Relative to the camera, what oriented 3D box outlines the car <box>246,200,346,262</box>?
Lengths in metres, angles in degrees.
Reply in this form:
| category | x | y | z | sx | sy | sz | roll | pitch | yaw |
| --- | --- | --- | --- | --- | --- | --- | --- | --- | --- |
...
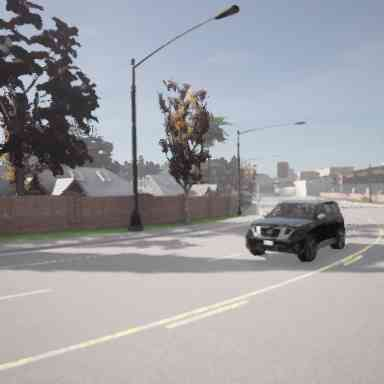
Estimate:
| category | x | y | z | sx | sy | sz | roll | pitch | yaw |
| --- | --- | --- | --- | --- | --- | --- | --- | --- | --- |
| car | 4.323 | 1.356 | 13.155 | 2.150 | 2.045 | 5.566 | -1 | -1 | 40 |

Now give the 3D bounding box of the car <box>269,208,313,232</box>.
| category | x | y | z | sx | sy | sz | roll | pitch | yaw |
| --- | --- | --- | --- | --- | --- | --- | --- | --- | --- |
| car | 6.895 | 1.839 | 22.850 | 1.994 | 1.385 | 4.181 | -1 | -1 | 29 |

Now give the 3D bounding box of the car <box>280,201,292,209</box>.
| category | x | y | z | sx | sy | sz | roll | pitch | yaw |
| --- | --- | --- | --- | --- | --- | --- | --- | --- | --- |
| car | 17.791 | 2.387 | 63.018 | 1.812 | 1.442 | 4.674 | -1 | -1 | 12 |

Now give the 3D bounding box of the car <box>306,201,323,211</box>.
| category | x | y | z | sx | sy | sz | roll | pitch | yaw |
| --- | --- | --- | --- | --- | --- | --- | --- | --- | --- |
| car | 19.106 | 2.172 | 52.040 | 1.812 | 1.442 | 4.674 | -1 | -1 | 12 |
